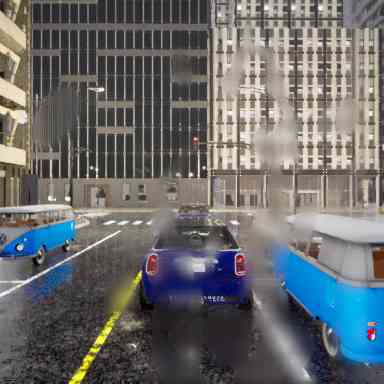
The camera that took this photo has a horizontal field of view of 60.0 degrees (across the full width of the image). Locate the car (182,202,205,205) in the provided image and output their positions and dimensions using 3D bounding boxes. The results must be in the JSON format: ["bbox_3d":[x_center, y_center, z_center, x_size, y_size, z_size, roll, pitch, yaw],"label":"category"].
[{"bbox_3d":[0.084,1.360,18.004,2.097,1.767,4.553,0,0,0],"label":"car"}]

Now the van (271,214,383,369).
[{"bbox_3d":[2.557,1.343,5.605,1.690,1.788,3.998,0,0,0],"label":"van"}]

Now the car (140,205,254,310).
[{"bbox_3d":[0.083,1.355,7.978,2.097,1.767,4.553,0,0,0],"label":"car"}]

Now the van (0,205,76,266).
[{"bbox_3d":[-5.336,1.346,11.272,1.690,1.788,3.998,0,0,0],"label":"van"}]

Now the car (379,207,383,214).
[{"bbox_3d":[18.979,1.491,29.029,4.829,1.417,1.752,0,0,0],"label":"car"}]
